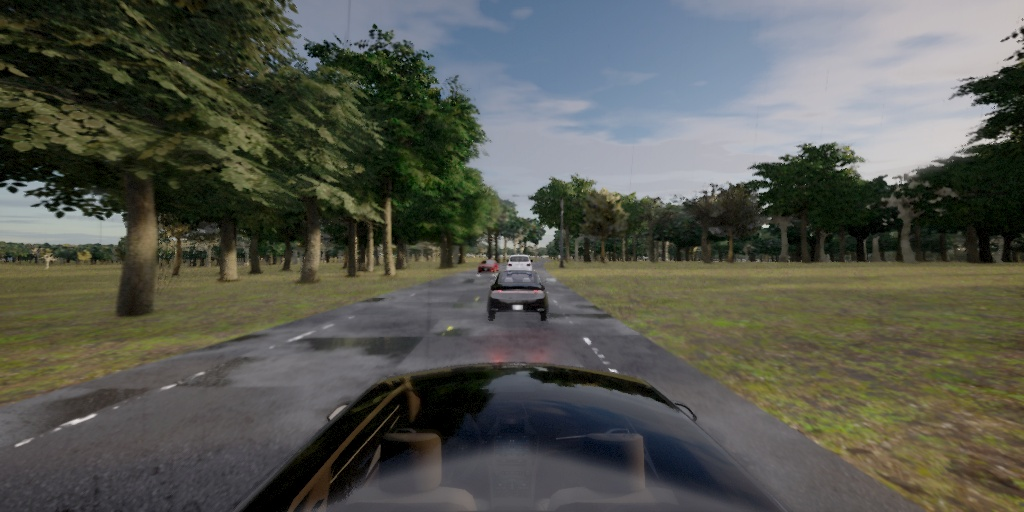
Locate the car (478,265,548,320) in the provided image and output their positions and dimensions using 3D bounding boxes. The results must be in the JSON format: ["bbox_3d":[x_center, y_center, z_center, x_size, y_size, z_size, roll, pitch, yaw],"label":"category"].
[{"bbox_3d":[0.196,1.239,12.567,2.128,1.511,4.902,0,0,1],"label":"car"}]

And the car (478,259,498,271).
[{"bbox_3d":[-2.609,1.131,39.956,1.882,1.535,5.008,0,0,3],"label":"car"}]

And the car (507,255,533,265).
[{"bbox_3d":[0.713,0.912,32.707,2.150,2.045,5.566,0,0,2],"label":"car"}]
